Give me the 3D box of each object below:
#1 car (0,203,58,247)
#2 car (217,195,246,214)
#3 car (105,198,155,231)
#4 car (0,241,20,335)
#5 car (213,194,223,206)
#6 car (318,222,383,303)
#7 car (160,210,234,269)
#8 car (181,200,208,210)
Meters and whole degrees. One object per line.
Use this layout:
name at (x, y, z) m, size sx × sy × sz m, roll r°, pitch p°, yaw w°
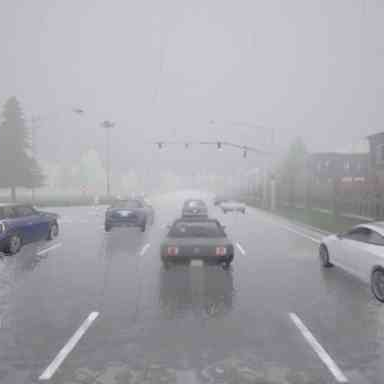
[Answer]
car at (-6.859, 1.190, 12.592) m, size 2.097 × 1.767 × 4.553 m, roll 0°, pitch 1°, yaw 0°
car at (3.654, 1.215, 30.158) m, size 1.895 × 1.301 × 4.718 m, roll 0°, pitch 1°, yaw 1°
car at (-3.337, 1.112, 18.603) m, size 2.097 × 1.767 × 4.553 m, roll 0°, pitch 1°, yaw 0°
car at (-3.395, 1.493, 2.387) m, size 1.812 × 1.442 × 4.674 m, roll 0°, pitch 1°, yaw 0°
car at (3.670, 1.013, 41.832) m, size 2.033 × 1.411 × 5.357 m, roll 0°, pitch 1°, yaw 0°
car at (4.574, 1.425, 7.790) m, size 1.812 × 1.442 × 4.674 m, roll 0°, pitch 1°, yaw 0°
car at (0.135, 1.465, 10.539) m, size 1.895 × 1.301 × 4.718 m, roll 0°, pitch 1°, yaw 0°
car at (0.182, 1.244, 23.686) m, size 2.033 × 1.411 × 5.357 m, roll 0°, pitch 1°, yaw 0°
